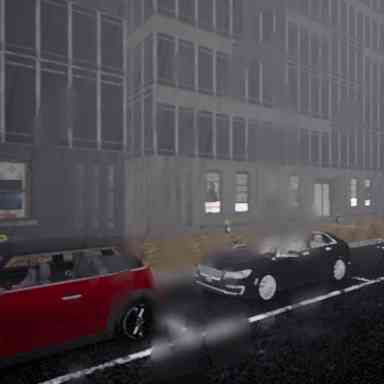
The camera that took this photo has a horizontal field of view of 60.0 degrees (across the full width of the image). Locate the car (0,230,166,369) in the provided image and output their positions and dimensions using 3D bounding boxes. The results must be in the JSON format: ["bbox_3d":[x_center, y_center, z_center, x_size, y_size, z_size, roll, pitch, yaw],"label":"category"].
[{"bbox_3d":[-2.505,1.440,4.774,4.097,1.590,1.967,0,0,-36],"label":"car"}]

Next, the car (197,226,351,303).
[{"bbox_3d":[2.129,1.548,8.079,4.403,1.369,2.008,0,0,-35],"label":"car"}]
